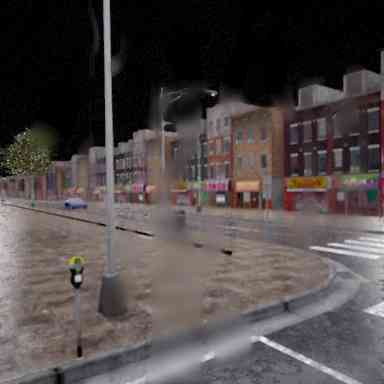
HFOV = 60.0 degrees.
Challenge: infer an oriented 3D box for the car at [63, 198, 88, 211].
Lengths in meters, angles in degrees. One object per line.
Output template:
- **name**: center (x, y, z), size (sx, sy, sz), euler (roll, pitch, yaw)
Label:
- **car**: center (-14.211, 1.445, 40.512), size (1.882, 1.535, 5.008), euler (-1, 1, -35)
